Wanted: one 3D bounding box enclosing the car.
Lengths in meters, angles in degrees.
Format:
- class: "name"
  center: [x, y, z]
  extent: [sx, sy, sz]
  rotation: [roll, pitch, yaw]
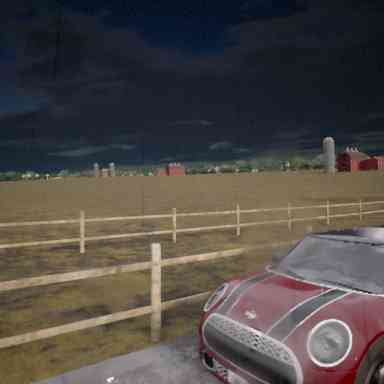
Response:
- class: "car"
  center: [2.296, 1.340, 4.718]
  extent: [4.553, 1.767, 2.097]
  rotation: [0, 0, -36]
